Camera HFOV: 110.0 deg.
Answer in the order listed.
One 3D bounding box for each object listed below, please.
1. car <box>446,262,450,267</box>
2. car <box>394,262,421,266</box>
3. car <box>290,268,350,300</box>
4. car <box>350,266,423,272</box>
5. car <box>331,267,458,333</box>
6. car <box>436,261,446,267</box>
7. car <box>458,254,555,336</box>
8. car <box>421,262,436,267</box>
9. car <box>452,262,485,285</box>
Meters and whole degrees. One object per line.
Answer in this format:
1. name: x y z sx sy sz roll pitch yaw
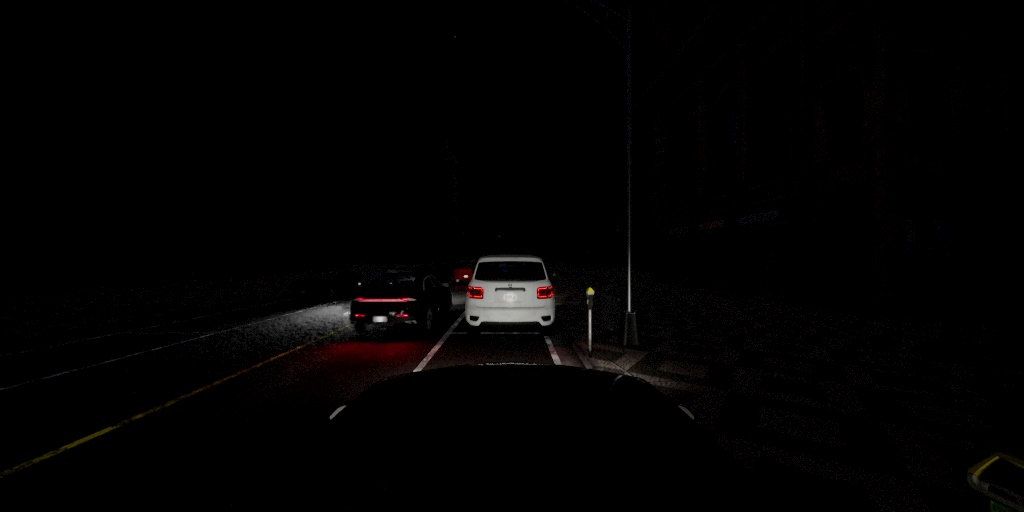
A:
1. car: -8.925 1.300 45.205 1.888 1.381 4.507 0 0 0
2. car: -8.921 1.278 28.459 1.751 1.417 4.829 0 0 0
3. car: -8.919 1.296 17.578 1.888 1.381 4.507 0 0 0
4. car: -6.245 1.352 18.511 1.895 1.301 4.718 0 0 0
5. car: -3.047 1.242 10.708 2.128 1.511 4.902 0 0 0
6. car: -8.923 1.299 39.680 1.888 1.381 4.507 0 0 0
7. car: -0.039 0.979 10.530 2.150 2.045 5.566 0 0 0
8. car: -8.922 1.298 34.154 1.888 1.381 4.507 0 0 0
9. car: -3.144 1.230 26.912 1.882 1.535 5.008 0 0 0
